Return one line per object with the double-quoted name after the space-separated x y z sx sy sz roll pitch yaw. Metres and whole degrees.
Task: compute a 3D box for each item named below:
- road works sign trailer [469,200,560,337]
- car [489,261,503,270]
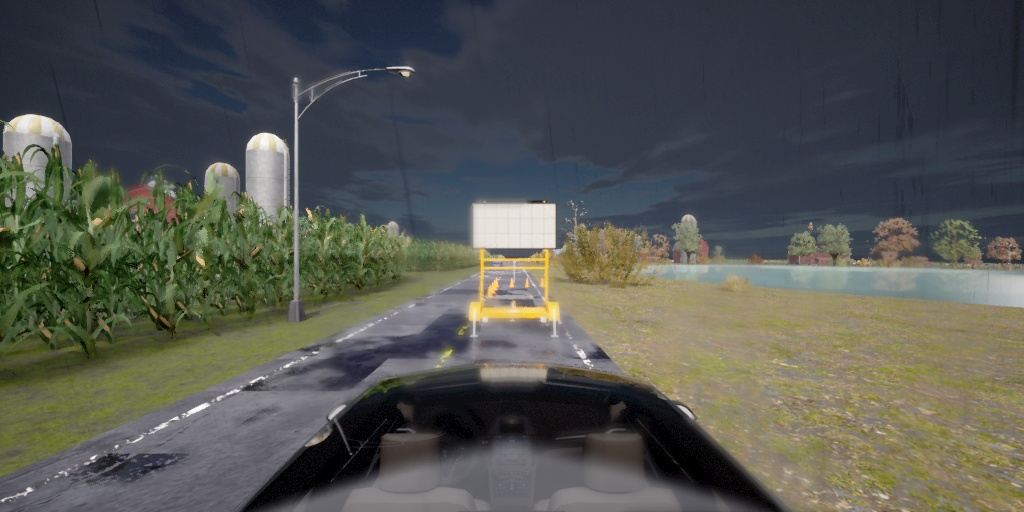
0.069 0.217 10.259 2.380 3.560 2.880 0 0 0 "road works sign trailer"
-2.353 1.351 55.834 1.812 1.442 4.674 0 0 0 "car"
